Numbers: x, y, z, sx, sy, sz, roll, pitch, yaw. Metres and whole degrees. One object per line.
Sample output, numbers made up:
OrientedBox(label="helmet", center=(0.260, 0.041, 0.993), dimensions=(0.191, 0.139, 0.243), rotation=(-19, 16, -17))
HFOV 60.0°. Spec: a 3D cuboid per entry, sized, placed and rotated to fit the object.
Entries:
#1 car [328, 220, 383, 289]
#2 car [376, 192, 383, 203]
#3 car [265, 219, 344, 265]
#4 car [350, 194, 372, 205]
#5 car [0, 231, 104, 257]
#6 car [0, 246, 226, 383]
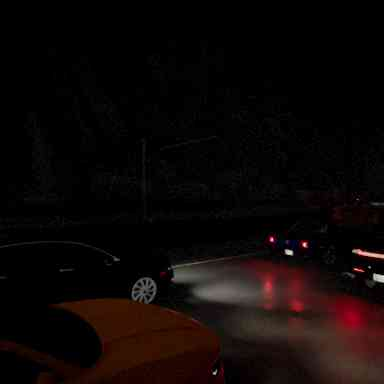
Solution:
OrientedBox(label="car", center=(5.678, 1.480, 7.946), dimensions=(4.902, 1.511, 2.128), rotation=(0, 0, -36))
OrientedBox(label="car", center=(35.928, 0.935, 60.865), dimensions=(5.566, 2.045, 2.150), rotation=(0, 0, -36))
OrientedBox(label="car", center=(4.818, 1.588, 11.652), dimensions=(4.718, 1.301, 1.895), rotation=(0, 0, -36))
OrientedBox(label="car", center=(27.580, 1.121, 54.779), dimensions=(4.553, 1.767, 2.097), rotation=(0, 0, -36))
OrientedBox(label="car", center=(-2.620, 1.504, 6.176), dimensions=(4.892, 1.490, 1.837), rotation=(0, 0, -36))
OrientedBox(label="car", center=(-1.969, 1.477, 2.320), dimensions=(5.008, 1.535, 1.882), rotation=(0, 0, -36))
